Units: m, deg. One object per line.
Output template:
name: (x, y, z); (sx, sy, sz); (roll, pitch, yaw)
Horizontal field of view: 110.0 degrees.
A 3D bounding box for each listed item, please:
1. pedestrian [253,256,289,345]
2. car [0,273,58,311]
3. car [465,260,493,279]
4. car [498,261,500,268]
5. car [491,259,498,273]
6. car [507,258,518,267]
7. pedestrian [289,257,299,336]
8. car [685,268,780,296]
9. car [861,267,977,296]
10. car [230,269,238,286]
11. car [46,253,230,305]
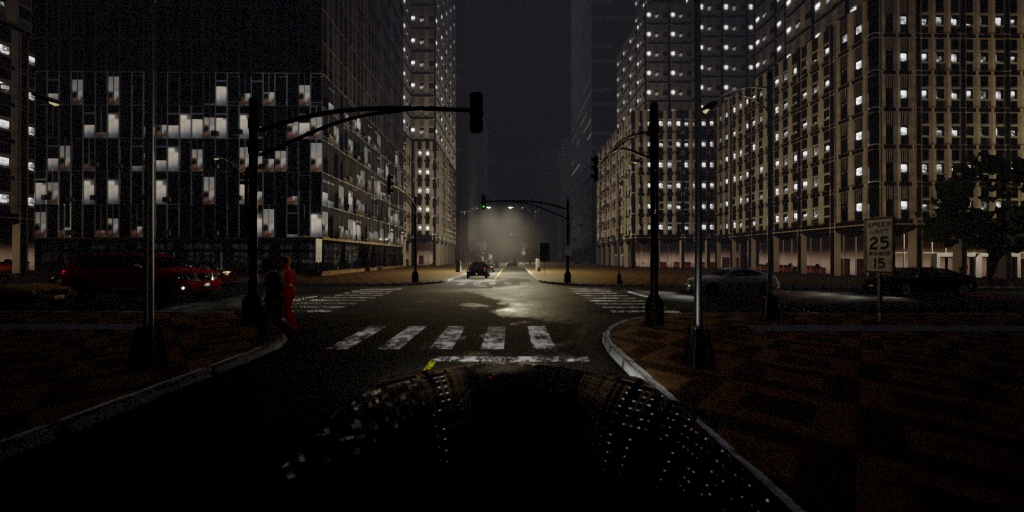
pedestrian: (-4.949, 0.892, 7.374); (0.375, 1.860, 0.375); (0, 0, 0)
car: (-18.888, 1.165, 13.018); (4.829, 1.417, 1.751); (0, 0, -1)
car: (-3.063, 1.275, 33.297); (1.812, 1.442, 4.674); (0, 0, 0)
car: (-3.025, 1.271, 57.477); (1.812, 1.442, 4.674); (0, 0, 0)
car: (-3.052, 1.253, 44.029); (1.837, 1.490, 4.892); (0, 0, 0)
car: (0.061, 1.291, 63.432); (2.033, 1.411, 5.357); (0, 0, 0)
pedestrian: (-5.361, 0.886, 8.570); (0.375, 1.860, 0.375); (0, 0, 0)
car: (11.892, 1.345, 19.437); (4.674, 1.442, 1.812); (0, 0, -2)
car: (22.073, 1.342, 19.568); (5.008, 1.535, 1.882); (0, 0, -1)
car: (-19.190, 1.112, 21.654); (4.097, 1.591, 1.967); (0, 0, -1)
car: (-16.195, 0.889, 15.782); (5.566, 2.045, 2.150); (0, 0, -1)
